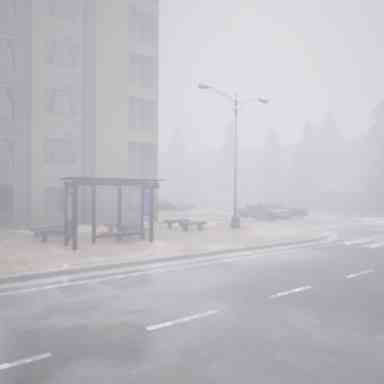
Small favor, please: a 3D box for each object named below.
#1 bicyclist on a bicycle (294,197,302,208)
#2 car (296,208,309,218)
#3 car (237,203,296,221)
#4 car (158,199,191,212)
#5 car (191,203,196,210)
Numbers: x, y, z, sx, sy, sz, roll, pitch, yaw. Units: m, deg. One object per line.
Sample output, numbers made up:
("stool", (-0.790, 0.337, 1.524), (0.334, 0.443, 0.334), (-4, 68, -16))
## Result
("bicyclist on a bicycle", (13.578, 1.490, 42.730), (1.656, 1.620, 0.582), (0, 0, -36))
("car", (8.440, 1.715, 30.969), (1.895, 1.301, 4.718), (0, 0, -36))
("car", (6.075, 1.691, 28.281), (1.895, 1.301, 4.718), (0, 0, -36))
("car", (-2.771, 1.612, 39.639), (4.674, 1.442, 1.812), (0, 0, 43))
("car", (-1.546, 1.671, 43.164), (4.181, 1.385, 1.994), (0, 0, 40))
